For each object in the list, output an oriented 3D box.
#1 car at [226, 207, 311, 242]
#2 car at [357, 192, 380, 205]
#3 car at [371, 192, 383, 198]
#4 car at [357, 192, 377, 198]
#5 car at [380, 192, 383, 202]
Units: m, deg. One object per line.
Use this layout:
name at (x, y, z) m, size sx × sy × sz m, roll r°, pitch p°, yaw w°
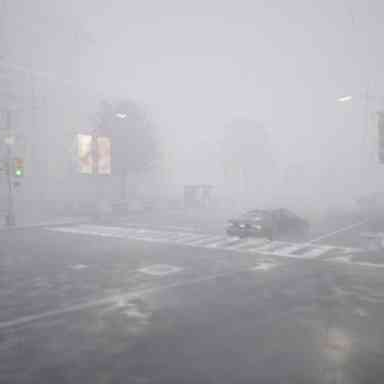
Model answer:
car at (3.799, 1.448, 15.936) m, size 2.033 × 1.411 × 5.357 m, roll -1°, pitch 0°, yaw 42°
car at (24.981, 1.068, 47.499) m, size 1.994 × 1.385 × 4.181 m, roll -1°, pitch 0°, yaw 39°
car at (46.251, 0.697, 81.063) m, size 4.718 × 1.301 × 1.895 m, roll -1°, pitch 0°, yaw -22°
car at (41.247, 0.705, 78.269) m, size 4.674 × 1.452 × 2.002 m, roll -1°, pitch 0°, yaw -32°
car at (31.093, 0.745, 55.291) m, size 2.097 × 1.767 × 4.553 m, roll -1°, pitch 0°, yaw 39°
